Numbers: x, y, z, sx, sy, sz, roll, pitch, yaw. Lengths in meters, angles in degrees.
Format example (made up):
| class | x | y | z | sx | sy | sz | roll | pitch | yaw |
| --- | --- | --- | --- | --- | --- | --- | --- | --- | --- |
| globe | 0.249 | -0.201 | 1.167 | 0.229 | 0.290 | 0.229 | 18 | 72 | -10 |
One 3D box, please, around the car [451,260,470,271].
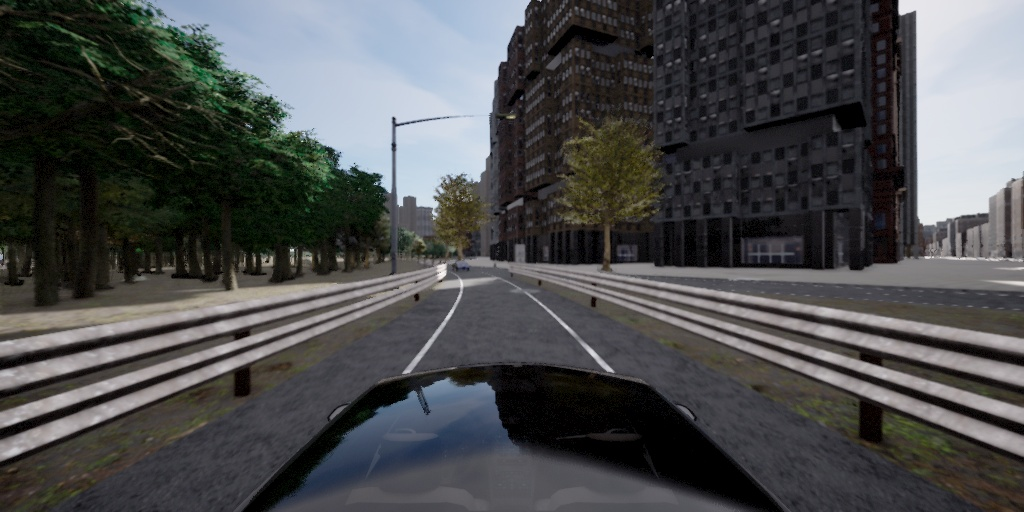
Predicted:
| class | x | y | z | sx | sy | sz | roll | pitch | yaw |
| --- | --- | --- | --- | --- | --- | --- | --- | --- | --- |
| car | -7.099 | 1.305 | 49.323 | 2.033 | 1.411 | 5.357 | 0 | 0 | -18 |
